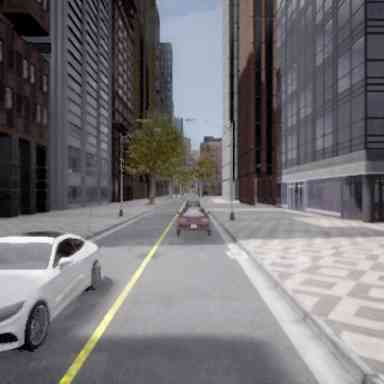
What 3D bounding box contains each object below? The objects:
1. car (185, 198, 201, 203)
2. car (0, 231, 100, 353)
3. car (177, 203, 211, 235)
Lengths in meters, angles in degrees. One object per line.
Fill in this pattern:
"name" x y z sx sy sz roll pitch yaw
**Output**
"car" 0.104 1.574 44.721 2.128 1.511 4.902 0 0 0
"car" -3.092 1.538 6.338 1.812 1.442 4.674 0 0 0
"car" 0.097 1.561 18.971 1.812 1.442 4.674 0 0 0
